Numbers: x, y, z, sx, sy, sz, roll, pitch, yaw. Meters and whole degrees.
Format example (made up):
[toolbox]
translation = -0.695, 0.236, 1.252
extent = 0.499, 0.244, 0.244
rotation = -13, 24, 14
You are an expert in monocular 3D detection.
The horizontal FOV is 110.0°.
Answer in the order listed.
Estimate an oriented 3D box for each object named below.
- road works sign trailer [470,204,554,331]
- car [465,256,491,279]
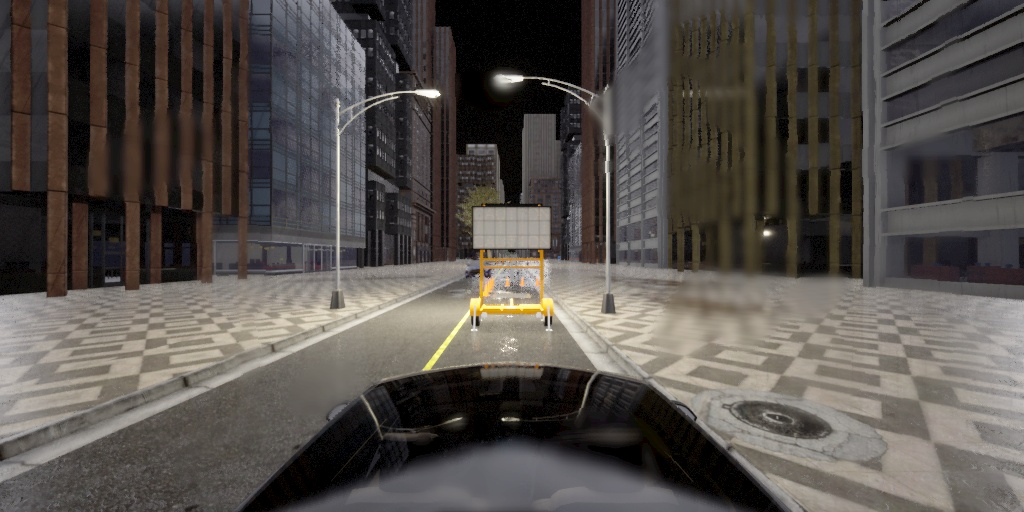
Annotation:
[road works sign trailer]
translation = -0.010, 0.215, 10.971
extent = 2.380, 3.560, 2.880
rotation = 0, 0, 0
[car]
translation = -3.035, 1.109, 32.896
extent = 2.097, 1.767, 4.553
rotation = 0, 0, 0
